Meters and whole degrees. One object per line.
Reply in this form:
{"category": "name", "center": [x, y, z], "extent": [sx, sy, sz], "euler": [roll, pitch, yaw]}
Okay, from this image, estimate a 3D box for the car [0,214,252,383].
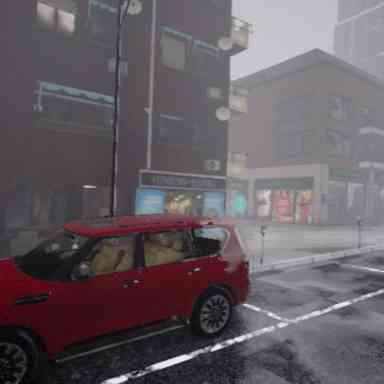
{"category": "car", "center": [-1.265, 1.336, 5.161], "extent": [5.009, 1.841, 2.192], "euler": [1, 1, -35]}
